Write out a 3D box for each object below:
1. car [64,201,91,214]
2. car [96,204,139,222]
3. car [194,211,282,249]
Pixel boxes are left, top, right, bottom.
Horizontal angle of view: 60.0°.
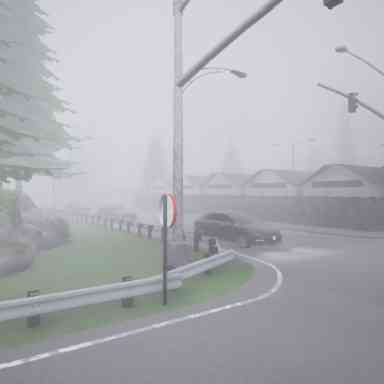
[{"bbox_3d":[-12.982,1.738,37.502,2.033,1.411,5.357,0,0,-34],"label":"car"},{"bbox_3d":[-6.411,1.739,28.014,2.033,1.411,5.357,0,0,-35],"label":"car"},{"bbox_3d":[2.038,1.696,15.965,1.837,1.490,4.892,0,0,-36],"label":"car"}]
